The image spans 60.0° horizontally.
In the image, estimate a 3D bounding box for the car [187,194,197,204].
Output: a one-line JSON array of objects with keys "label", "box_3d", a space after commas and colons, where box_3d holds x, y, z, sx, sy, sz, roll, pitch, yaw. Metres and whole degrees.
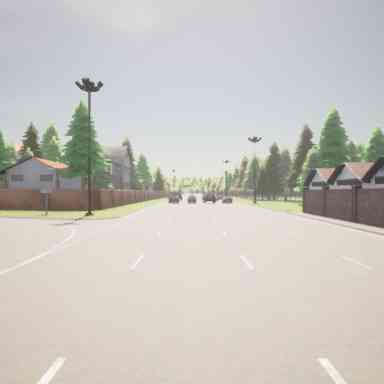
[{"label": "car", "box_3d": [0.000, 1.493, 65.760, 2.128, 1.511, 4.902, 0, 0, 0]}]

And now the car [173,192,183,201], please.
[{"label": "car", "box_3d": [-3.500, 1.138, 82.453, 2.150, 2.045, 5.566, 0, 0, 0]}]

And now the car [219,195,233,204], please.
[{"label": "car", "box_3d": [7.000, 1.531, 65.760, 1.812, 1.442, 4.674, 0, 0, 0]}]

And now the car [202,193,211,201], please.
[{"label": "car", "box_3d": [3.500, 1.201, 81.562, 2.097, 1.767, 4.553, 0, 0, 0]}]

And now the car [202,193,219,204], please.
[{"label": "car", "box_3d": [3.500, 1.256, 65.790, 2.150, 2.045, 5.566, 0, 0, 0]}]

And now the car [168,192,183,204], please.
[{"label": "car", "box_3d": [-3.500, 1.364, 65.730, 2.097, 1.767, 4.553, 0, 0, 0]}]

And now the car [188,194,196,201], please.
[{"label": "car", "box_3d": [0.000, 1.346, 81.592, 1.837, 1.490, 4.892, 0, 0, 0]}]
